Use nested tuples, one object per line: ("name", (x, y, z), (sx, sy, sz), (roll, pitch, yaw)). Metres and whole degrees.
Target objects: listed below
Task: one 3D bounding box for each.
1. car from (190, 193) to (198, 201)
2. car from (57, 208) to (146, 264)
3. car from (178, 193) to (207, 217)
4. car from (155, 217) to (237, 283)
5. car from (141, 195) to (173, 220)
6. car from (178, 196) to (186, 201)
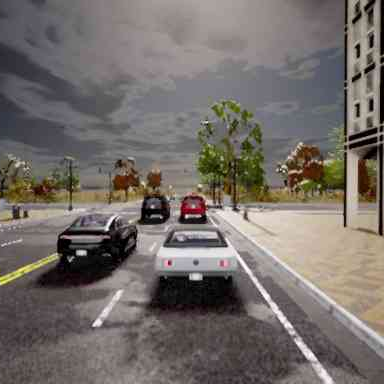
("car", (0.499, 1.346, 91.807), (2.150, 2.045, 5.566), (0, 0, 1))
("car", (-3.154, 1.530, 11.928), (2.128, 1.511, 4.902), (0, 0, 0))
("car", (0.103, 1.307, 29.335), (2.150, 2.045, 5.566), (0, 0, 0))
("car", (0.094, 1.633, 9.727), (1.895, 1.301, 4.718), (0, 0, 0))
("car", (-3.143, 1.307, 29.415), (2.150, 2.045, 5.566), (0, 0, 0))
("car", (-2.744, 1.725, 92.245), (1.895, 1.301, 4.718), (0, 0, 1))
